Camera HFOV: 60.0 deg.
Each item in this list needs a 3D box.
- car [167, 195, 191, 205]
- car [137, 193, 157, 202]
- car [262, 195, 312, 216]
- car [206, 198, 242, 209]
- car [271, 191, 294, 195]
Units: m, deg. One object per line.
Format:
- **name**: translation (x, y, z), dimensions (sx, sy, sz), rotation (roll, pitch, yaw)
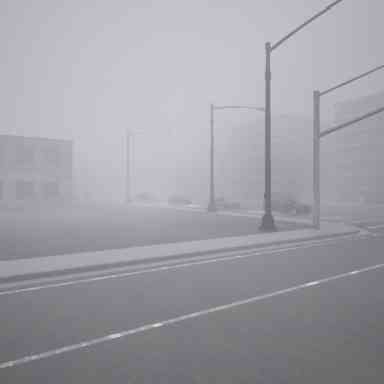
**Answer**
- **car**: translation (-1.885, 1.120, 47.934), dimensions (1.994, 1.385, 4.181), rotation (0, 1, -34)
- **car**: translation (-7.640, 0.866, 56.399), dimensions (2.128, 1.511, 4.902), rotation (0, 1, -34)
- **car**: translation (9.066, 1.345, 31.972), dimensions (1.882, 1.535, 5.008), rotation (0, 1, -35)
- **car**: translation (3.769, 1.332, 39.667), dimensions (1.895, 1.301, 4.718), rotation (0, 1, -34)
- **car**: translation (13.236, 0.884, 50.971), dimensions (2.150, 2.045, 5.566), rotation (0, 1, -34)
